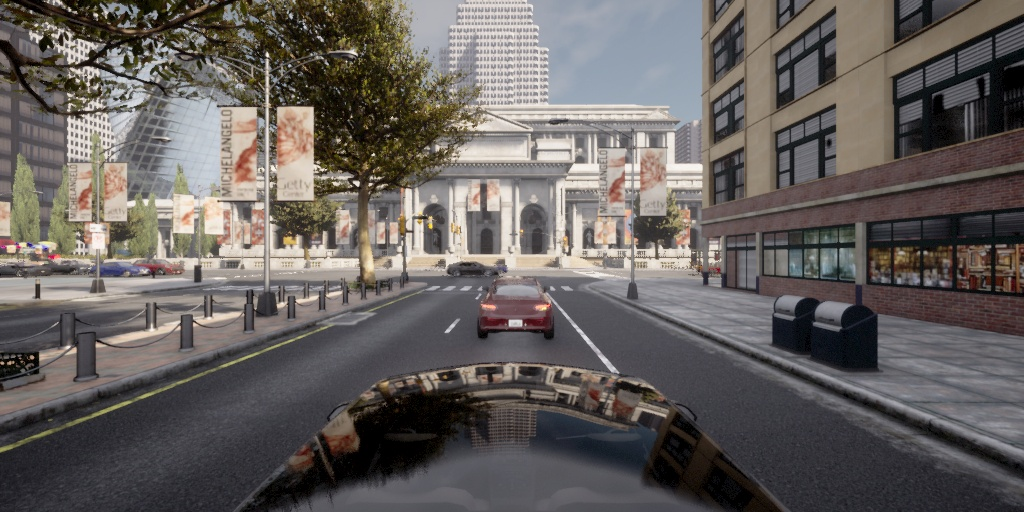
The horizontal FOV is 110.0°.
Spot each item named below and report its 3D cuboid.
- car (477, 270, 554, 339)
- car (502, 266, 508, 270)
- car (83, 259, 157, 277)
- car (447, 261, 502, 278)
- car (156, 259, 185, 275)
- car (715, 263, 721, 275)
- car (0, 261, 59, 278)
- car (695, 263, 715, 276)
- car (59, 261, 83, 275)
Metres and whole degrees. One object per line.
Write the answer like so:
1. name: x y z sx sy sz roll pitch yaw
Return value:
1. car: 0.115 1.276 9.996 1.812 1.442 4.674 0 0 1
2. car: -2.741 1.350 37.328 4.718 1.301 1.895 0 0 1
3. car: -37.329 1.275 34.206 4.674 1.442 1.812 0 0 0
4. car: -3.673 1.254 33.838 4.892 1.490 1.837 0 0 1
5. car: -37.295 1.102 37.701 4.553 1.767 2.097 0 0 0
6. car: 22.482 1.297 33.541 5.357 1.411 2.033 0 0 1
7. car: -46.833 1.314 34.238 4.181 1.385 1.994 0 0 0
8. car: 21.740 1.350 37.050 4.718 1.301 1.895 0 0 1
9. car: -46.431 1.240 37.744 4.902 1.511 2.128 0 0 0
